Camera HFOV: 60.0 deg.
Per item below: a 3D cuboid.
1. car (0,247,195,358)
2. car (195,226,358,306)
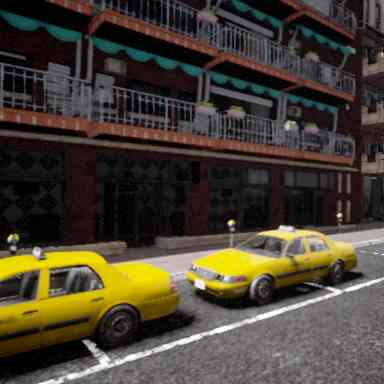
[{"bbox_3d":[-2.480,1.526,4.775,4.829,1.417,1.752,0,1,-36],"label":"car"},{"bbox_3d":[2.128,1.534,8.064,4.829,1.417,1.752,0,1,-35],"label":"car"}]
